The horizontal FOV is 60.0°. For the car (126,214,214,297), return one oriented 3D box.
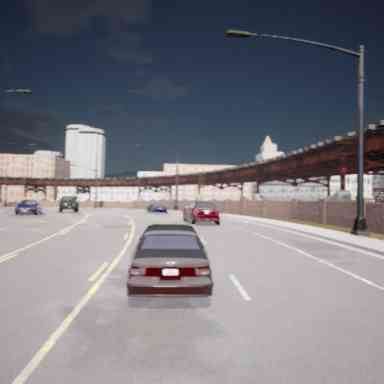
[{"bbox_3d":[-0.581,1.550,8.739,2.033,1.411,5.357,1,0,-4],"label":"car"}]

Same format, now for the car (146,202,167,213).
[{"bbox_3d":[-4.655,2.060,43.358,1.994,1.385,4.181,2,-2,-21],"label":"car"}]

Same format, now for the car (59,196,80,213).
[{"bbox_3d":[-15.350,1.503,41.515,2.150,2.045,5.566,2,-3,-22],"label":"car"}]

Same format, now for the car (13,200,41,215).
[{"bbox_3d":[-15.641,1.461,31.952,1.812,1.442,4.674,2,-2,-17],"label":"car"}]

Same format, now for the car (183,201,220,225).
[{"bbox_3d":[0.619,1.477,25.457,2.097,1.767,4.553,1,-1,-12],"label":"car"}]
